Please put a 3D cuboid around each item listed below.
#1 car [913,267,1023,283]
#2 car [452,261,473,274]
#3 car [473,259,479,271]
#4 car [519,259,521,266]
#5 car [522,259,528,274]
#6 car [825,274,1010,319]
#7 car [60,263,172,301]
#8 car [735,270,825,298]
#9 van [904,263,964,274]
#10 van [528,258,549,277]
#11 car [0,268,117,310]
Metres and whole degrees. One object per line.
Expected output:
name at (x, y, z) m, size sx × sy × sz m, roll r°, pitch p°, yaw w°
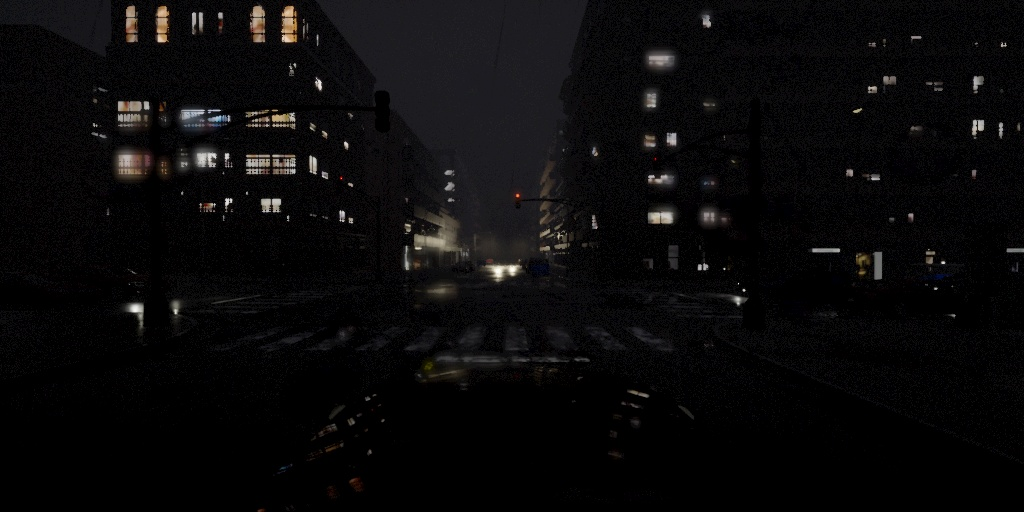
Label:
car at (24.865, 1.516, 18.987) m, size 4.892 × 1.490 × 1.837 m, roll 1°, pitch 0°, yaw 0°
car at (-5.886, 1.358, 41.497) m, size 1.802 × 1.307 × 4.207 m, roll 0°, pitch 0°, yaw 0°
car at (-5.894, 1.352, 47.018) m, size 1.948 × 1.339 × 4.313 m, roll 0°, pitch 0°, yaw 0°
car at (2.617, 1.252, 58.018) m, size 1.967 × 1.591 × 4.097 m, roll 0°, pitch 0°, yaw 0°
car at (2.680, 1.091, 41.457) m, size 2.192 × 1.841 × 5.009 m, roll 0°, pitch 0°, yaw 0°
car at (14.697, 1.498, 13.200) m, size 4.507 × 1.381 × 1.888 m, roll 0°, pitch 0°, yaw 0°
car at (-18.007, 1.086, 15.801) m, size 5.008 × 1.535 × 1.882 m, roll 1°, pitch 0°, yaw 0°
car at (14.956, 1.453, 18.993) m, size 5.357 × 1.411 × 2.033 m, roll 1°, pitch 0°, yaw 0°
van at (26.071, 1.343, 21.563) m, size 3.998 × 1.789 × 1.690 m, roll 0°, pitch 0°, yaw 0°
van at (2.776, 1.109, 35.961) m, size 1.690 × 1.789 × 3.998 m, roll 0°, pitch 0°, yaw 0°
car at (-17.756, 1.215, 13.219) m, size 4.207 × 1.307 × 1.802 m, roll 0°, pitch 0°, yaw 0°
